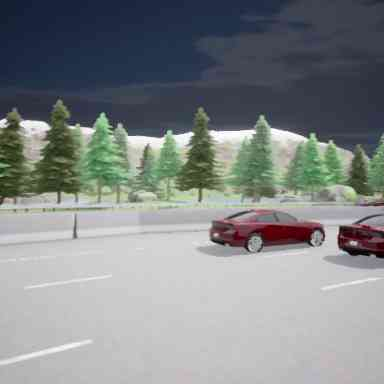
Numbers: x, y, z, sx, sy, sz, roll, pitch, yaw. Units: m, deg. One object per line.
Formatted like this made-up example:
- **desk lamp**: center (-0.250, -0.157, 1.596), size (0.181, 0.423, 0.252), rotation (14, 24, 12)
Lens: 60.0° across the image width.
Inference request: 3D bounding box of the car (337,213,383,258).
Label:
- **car**: center (7.290, 1.448, 11.368), size (5.008, 1.535, 1.882), rotation (0, 0, -24)

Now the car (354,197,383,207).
- **car**: center (20.594, 1.373, 37.116), size (5.008, 1.535, 1.882), rotation (0, 0, -10)

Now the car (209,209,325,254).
- **car**: center (3.090, 1.424, 13.272), size (5.008, 1.535, 1.882), rotation (0, 0, -27)

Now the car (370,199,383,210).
- **car**: center (24.885, 1.491, 41.303), size (4.718, 1.301, 1.895), rotation (0, 0, -8)
